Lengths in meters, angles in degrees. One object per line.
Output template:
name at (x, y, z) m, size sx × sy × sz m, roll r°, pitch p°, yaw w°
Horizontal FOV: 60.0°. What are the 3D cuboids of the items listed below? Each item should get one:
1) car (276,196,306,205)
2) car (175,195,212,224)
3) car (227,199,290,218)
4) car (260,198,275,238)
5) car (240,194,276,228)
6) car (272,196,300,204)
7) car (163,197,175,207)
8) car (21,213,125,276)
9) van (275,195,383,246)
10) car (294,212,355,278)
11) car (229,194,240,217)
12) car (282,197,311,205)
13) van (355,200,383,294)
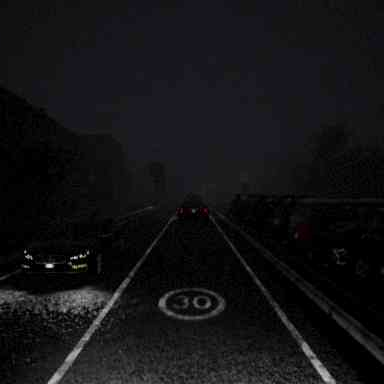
car at (18.716, 1.607, 62.915) m, size 5.008 × 1.535 × 2.097 m, roll 0°, pitch 0°, yaw 0°
car at (0.103, 1.278, 23.871) m, size 2.097 × 1.767 × 4.553 m, roll 0°, pitch 0°, yaw 0°
car at (5.595, 1.412, 28.528) m, size 4.892 × 1.521 × 2.231 m, roll 0°, pitch 0°, yaw 0°
car at (5.565, 1.291, 14.517) m, size 4.553 × 1.767 × 2.185 m, roll 0°, pitch 0°, yaw 0°
car at (5.625, 1.159, 17.317) m, size 5.566 × 2.045 × 2.435 m, roll 0°, pitch 0°, yaw 0°
car at (18.707, 1.629, 66.189) m, size 4.892 × 1.521 × 2.231 m, roll 0°, pitch 0°, yaw 0°
car at (-3.321, 1.588, 51.887) m, size 1.837 × 1.490 × 4.892 m, roll 0°, pitch 0°, yaw 0°
car at (-3.348, 1.470, 10.244) m, size 1.837 × 1.490 × 4.892 m, roll 0°, pitch 0°, yaw 0°
van at (5.482, 1.201, 11.712) m, size 4.442 × 1.987 × 1.878 m, roll 0°, pitch 0°, yaw 0°
car at (5.595, 1.437, 8.909) m, size 4.892 × 1.521 × 2.231 m, roll 0°, pitch 0°, yaw 0°
car at (5.628, 1.154, 25.728) m, size 5.566 × 2.045 × 2.435 m, roll 0°, pitch 0°, yaw 0°
car at (18.705, 1.628, 59.767) m, size 4.674 × 1.452 × 2.002 m, roll 0°, pitch 0°, yaw 0°
van at (5.720, 1.220, 6.106) m, size 4.442 × 1.987 × 1.878 m, roll 0°, pitch 0°, yaw 0°
